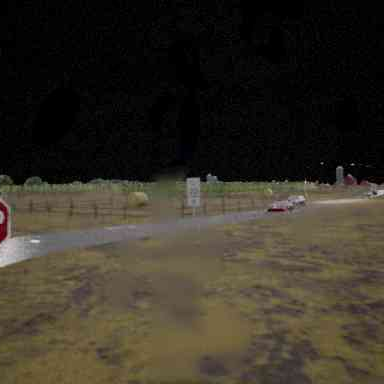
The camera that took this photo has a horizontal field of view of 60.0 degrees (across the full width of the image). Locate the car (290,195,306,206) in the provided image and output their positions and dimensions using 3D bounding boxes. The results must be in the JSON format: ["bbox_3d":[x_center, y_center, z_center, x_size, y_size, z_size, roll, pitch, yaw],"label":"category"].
[{"bbox_3d":[15.191,1.319,49.003,2.097,1.767,4.553,-2,-1,35],"label":"car"}]

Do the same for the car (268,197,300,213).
[{"bbox_3d":[9.995,1.552,36.892,1.994,1.385,4.181,-2,-1,35],"label":"car"}]
